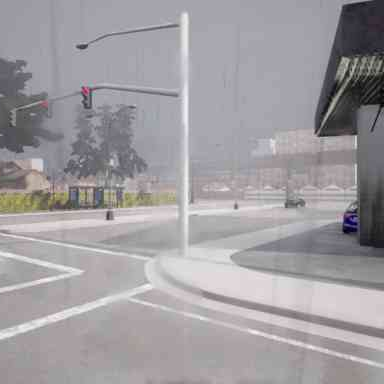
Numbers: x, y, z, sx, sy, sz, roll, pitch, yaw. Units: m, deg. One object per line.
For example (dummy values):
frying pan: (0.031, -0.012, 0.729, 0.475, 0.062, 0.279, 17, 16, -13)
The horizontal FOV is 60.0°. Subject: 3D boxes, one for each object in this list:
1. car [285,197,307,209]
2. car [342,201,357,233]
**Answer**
car: (14.526, 1.505, 46.567, 1.837, 1.490, 4.892, 0, 0, 36)
car: (9.530, 1.295, 17.671, 2.242, 1.667, 4.611, 0, 0, 37)
